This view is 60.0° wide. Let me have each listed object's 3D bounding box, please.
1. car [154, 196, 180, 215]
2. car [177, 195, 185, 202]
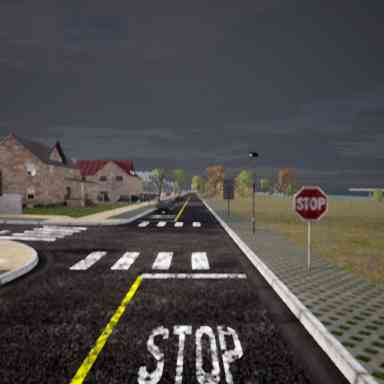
[{"bbox_3d":[-2.582,1.438,33.063,2.033,1.411,5.357,0,0,0],"label":"car"},{"bbox_3d":[-2.408,1.305,64.814,1.994,1.385,4.181,0,0,0],"label":"car"}]
